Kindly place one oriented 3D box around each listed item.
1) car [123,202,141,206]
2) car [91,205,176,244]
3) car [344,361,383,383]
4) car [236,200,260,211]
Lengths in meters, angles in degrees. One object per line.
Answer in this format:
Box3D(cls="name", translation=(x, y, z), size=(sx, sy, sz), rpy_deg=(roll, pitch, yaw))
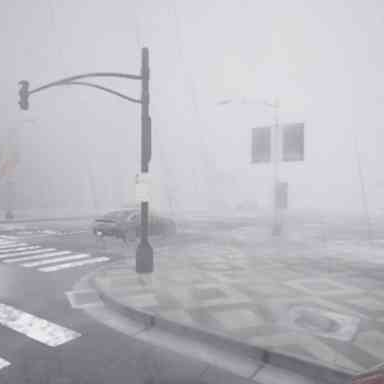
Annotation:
Box3D(cls="car", translation=(-5.408, 1.731, 30.335), size=(1.882, 1.535, 5.008), rpy_deg=(0, -1, 35))
Box3D(cls="car", translation=(-2.751, 1.658, 16.873), size=(2.128, 1.511, 4.902), rpy_deg=(0, -1, 35))
Box3D(cls="car", translation=(2.504, 1.446, 1.175), size=(4.097, 1.590, 1.967), rpy_deg=(0, 0, 36))
Box3D(cls="car", translation=(8.398, 1.955, 49.779), size=(2.097, 1.767, 4.553), rpy_deg=(0, -1, 36))
